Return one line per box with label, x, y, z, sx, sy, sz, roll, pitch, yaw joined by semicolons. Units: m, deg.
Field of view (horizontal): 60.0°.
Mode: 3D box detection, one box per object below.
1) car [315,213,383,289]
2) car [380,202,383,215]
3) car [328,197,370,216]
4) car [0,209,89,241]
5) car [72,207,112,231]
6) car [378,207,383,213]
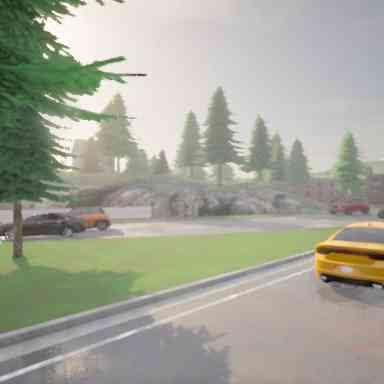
car;5.170;1.574;9.137;1.882;1.535;5.008;-2;-1;45
car;23.797;1.835;37.810;4.902;1.511;2.128;0;-1;-32
car;18.212;1.646;38.438;5.566;2.045;2.150;0;-1;-32
car;-8.750;1.952;19.528;4.892;1.490;1.837;0;-1;-17
car;-8.034;1.855;23.447;4.553;1.767;2.097;-1;-1;-16
car;19.274;1.636;30.866;4.553;1.767;2.097;0;-1;-32
